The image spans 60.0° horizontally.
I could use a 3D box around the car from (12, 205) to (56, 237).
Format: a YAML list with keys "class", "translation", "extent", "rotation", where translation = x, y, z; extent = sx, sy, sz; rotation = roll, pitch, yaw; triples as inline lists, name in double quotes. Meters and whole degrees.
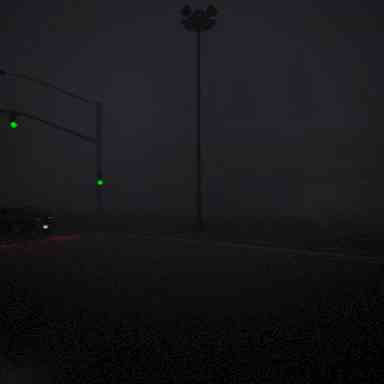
- class: "car"
  translation: [-9.415, 1.479, 17.775]
  extent: [4.892, 1.490, 1.837]
  rotation: [0, 0, 29]

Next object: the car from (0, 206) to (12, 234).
- class: "car"
  translation: [-10.707, 1.203, 14.517]
  extent: [5.566, 2.045, 2.150]
  rotation: [0, 0, 29]
